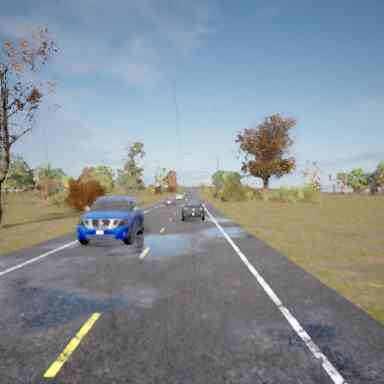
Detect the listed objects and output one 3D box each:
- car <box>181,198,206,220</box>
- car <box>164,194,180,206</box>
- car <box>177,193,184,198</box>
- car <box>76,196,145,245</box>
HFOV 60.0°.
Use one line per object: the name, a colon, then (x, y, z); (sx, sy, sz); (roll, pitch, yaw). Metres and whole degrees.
car: (0.105, 1.488, 27.739); (2.128, 1.511, 4.902); (0, 0, 0)
car: (-3.551, 1.478, 54.817); (2.128, 1.511, 4.902); (0, 0, 0)
car: (-3.479, 1.171, 95.391); (2.150, 2.045, 5.566); (0, 0, 0)
car: (-3.596, 1.220, 15.770); (2.150, 2.045, 5.566); (0, 0, 0)
